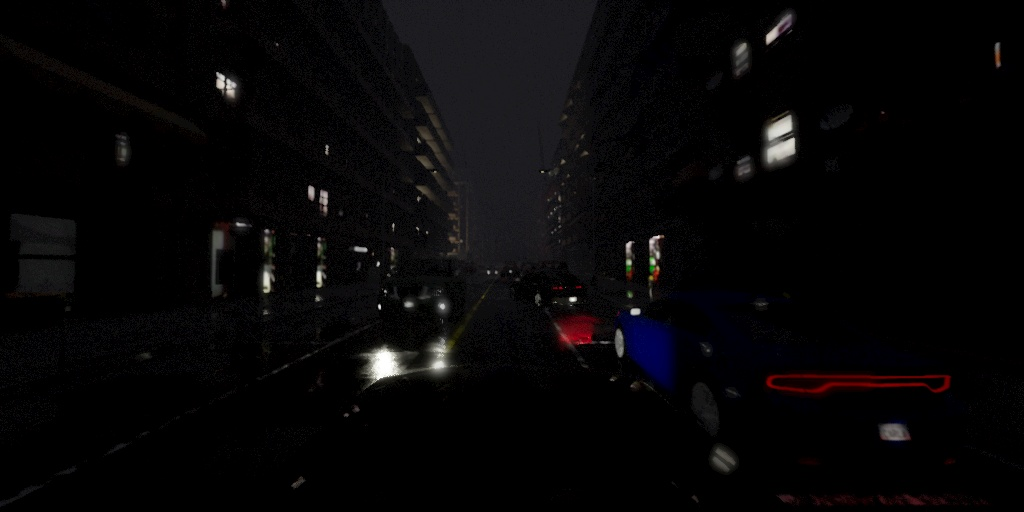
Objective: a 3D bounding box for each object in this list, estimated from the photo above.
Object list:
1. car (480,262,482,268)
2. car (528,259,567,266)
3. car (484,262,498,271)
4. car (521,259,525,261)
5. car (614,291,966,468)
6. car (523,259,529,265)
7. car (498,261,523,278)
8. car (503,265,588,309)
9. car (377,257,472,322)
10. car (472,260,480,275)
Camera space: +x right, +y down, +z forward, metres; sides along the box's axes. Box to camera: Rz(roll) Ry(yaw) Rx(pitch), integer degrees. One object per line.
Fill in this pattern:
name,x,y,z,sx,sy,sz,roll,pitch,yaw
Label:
car,-5.627,1.610,50.038,1.888,1.381,4.507,0,0,0
car,2.402,1.182,22.380,2.192,1.841,5.009,0,0,0
car,-3.127,1.697,59.809,2.033,1.411,5.357,0,0,0
car,2.185,1.423,55.565,2.192,1.841,5.009,0,0,0
car,2.994,1.246,5.302,1.882,1.535,5.008,0,0,0
car,2.329,1.380,33.442,1.967,1.591,4.097,0,0,0
car,-0.135,1.533,37.372,1.994,1.385,4.181,0,0,0
car,1.399,1.333,15.439,1.837,1.490,4.892,-1,0,-20
car,-2.921,1.034,12.883,2.150,2.045,5.566,0,0,0
car,-5.591,1.337,44.507,2.192,1.841,5.009,0,0,0
